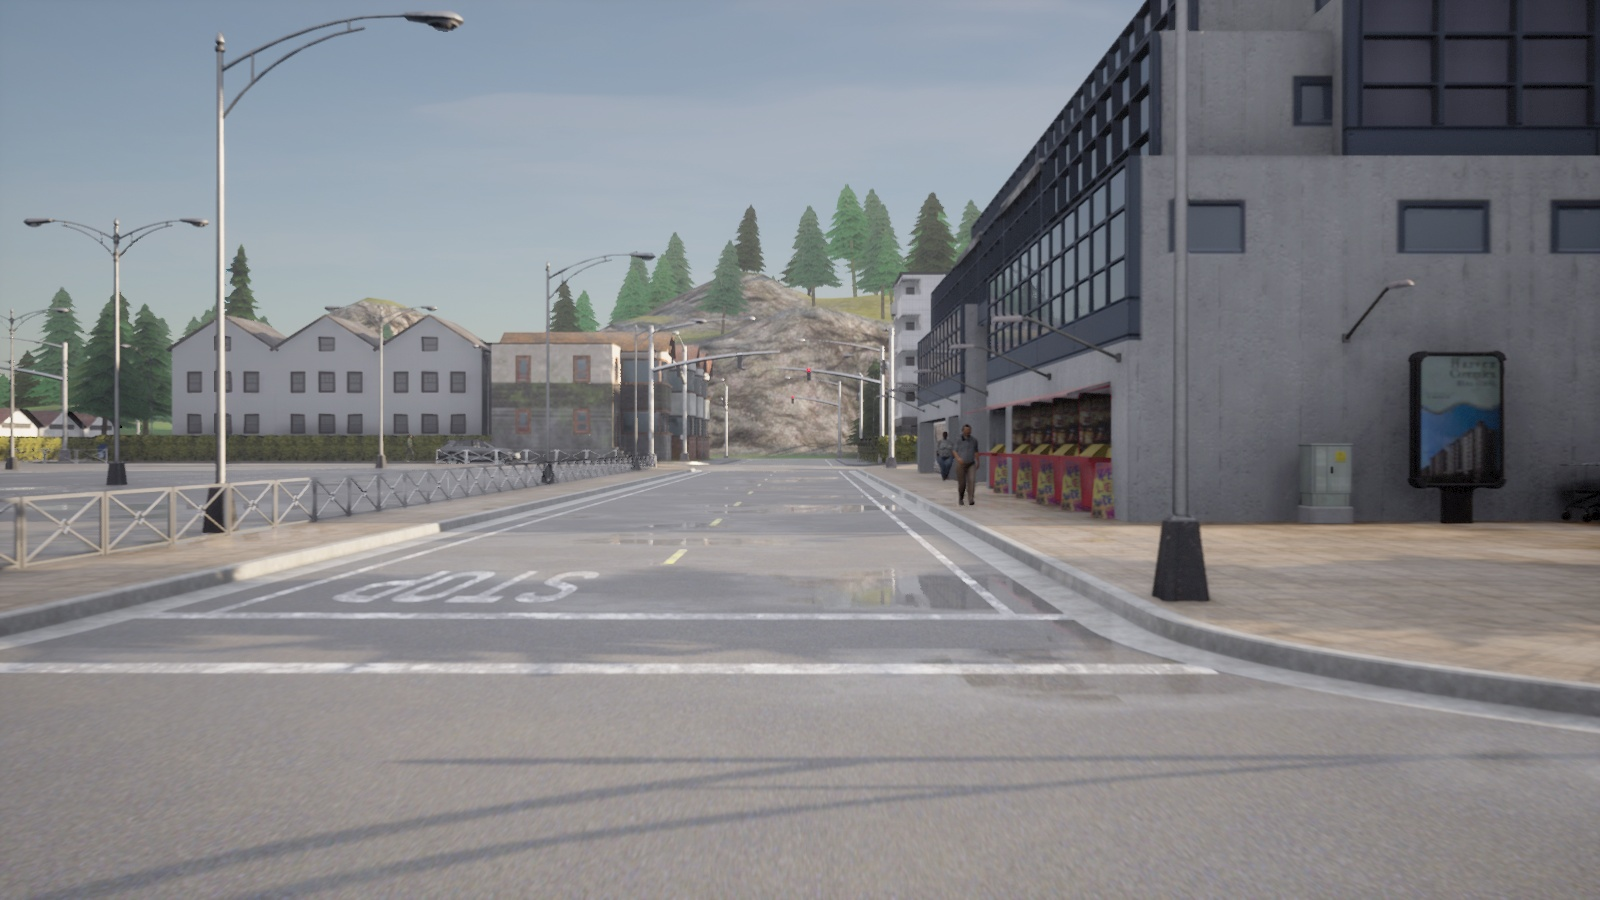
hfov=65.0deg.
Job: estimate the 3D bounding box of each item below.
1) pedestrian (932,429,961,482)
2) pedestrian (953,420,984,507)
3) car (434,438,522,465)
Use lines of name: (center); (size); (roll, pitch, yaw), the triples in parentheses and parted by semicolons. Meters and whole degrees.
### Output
pedestrian: (5.215, 0.202, 44.807); (0.874, 1.855, 0.900); (0, 0, -3)
pedestrian: (3.601, 0.283, 26.872); (0.540, 1.848, 0.694); (0, 0, -3)
car: (-19.574, 0.089, 76.526); (4.856, 1.649, 2.033); (0, 0, 0)
